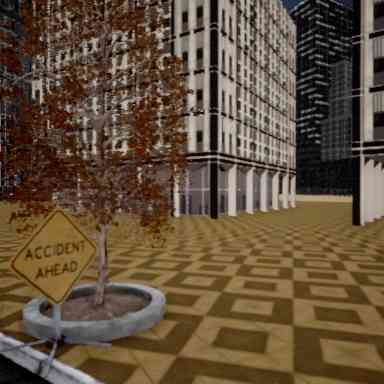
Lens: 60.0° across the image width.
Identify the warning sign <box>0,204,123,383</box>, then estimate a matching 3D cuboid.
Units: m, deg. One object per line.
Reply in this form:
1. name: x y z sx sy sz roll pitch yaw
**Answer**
1. warning sign: -1.751 1.110 4.306 1.060 1.860 1.300 0 0 35
